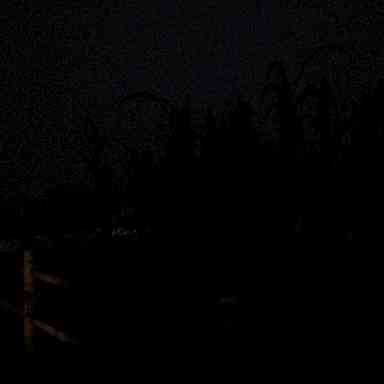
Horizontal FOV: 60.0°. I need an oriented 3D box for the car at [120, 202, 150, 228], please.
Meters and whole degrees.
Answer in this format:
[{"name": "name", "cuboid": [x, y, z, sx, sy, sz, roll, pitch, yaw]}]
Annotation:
[{"name": "car", "cuboid": [-2.932, 1.520, 25.222, 2.150, 2.045, 5.566, 1, 0, 32]}]
